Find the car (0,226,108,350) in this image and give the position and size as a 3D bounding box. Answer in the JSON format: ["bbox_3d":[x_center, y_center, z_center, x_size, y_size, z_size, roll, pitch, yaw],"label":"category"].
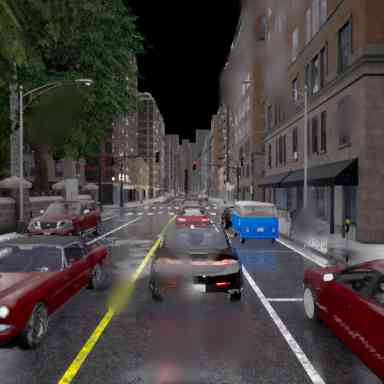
[{"bbox_3d":[-3.109,1.600,6.353,1.895,1.301,4.718,0,0,0],"label":"car"}]

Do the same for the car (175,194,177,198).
[{"bbox_3d":[-5.776,1.496,86.521,2.008,1.369,4.403,0,0,0],"label":"car"}]

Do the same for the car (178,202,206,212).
[{"bbox_3d":[0.080,1.519,18.577,1.812,1.442,4.674,0,0,0],"label":"car"}]

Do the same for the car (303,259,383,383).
[{"bbox_3d":[2.850,1.544,4.308,1.887,1.381,4.507,0,0,0],"label":"car"}]

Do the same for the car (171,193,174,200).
[{"bbox_3d":[-5.763,1.491,75.619,1.887,1.381,4.507,0,0,0],"label":"car"}]

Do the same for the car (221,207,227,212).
[{"bbox_3d":[2.830,1.557,21.289,1.947,1.339,4.313,0,0,0],"label":"car"}]

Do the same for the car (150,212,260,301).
[{"bbox_3d":[0.090,1.490,8.315,2.128,1.511,4.902,0,0,0],"label":"car"}]

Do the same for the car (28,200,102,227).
[{"bbox_3d":[-5.689,1.310,15.578,2.192,1.841,5.009,0,0,0],"label":"car"}]

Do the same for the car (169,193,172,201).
[{"bbox_3d":[-5.756,1.493,70.169,1.887,1.381,4.507,0,0,0],"label":"car"}]

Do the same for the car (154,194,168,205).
[{"bbox_3d":[-5.742,1.480,59.097,1.752,1.417,4.829,0,0,0],"label":"car"}]

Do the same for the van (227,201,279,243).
[{"bbox_3d":[2.836,1.336,15.629,1.690,1.788,3.998,0,0,0],"label":"van"}]

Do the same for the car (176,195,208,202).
[{"bbox_3d":[0.014,1.338,27.534,2.097,1.767,4.553,0,0,2],"label":"car"}]

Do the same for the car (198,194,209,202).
[{"bbox_3d":[2.762,1.386,75.666,1.967,1.590,4.097,0,0,0],"label":"car"}]

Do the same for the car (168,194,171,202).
[{"bbox_3d":[-5.749,1.502,64.717,2.008,1.369,4.403,0,0,0],"label":"car"}]
